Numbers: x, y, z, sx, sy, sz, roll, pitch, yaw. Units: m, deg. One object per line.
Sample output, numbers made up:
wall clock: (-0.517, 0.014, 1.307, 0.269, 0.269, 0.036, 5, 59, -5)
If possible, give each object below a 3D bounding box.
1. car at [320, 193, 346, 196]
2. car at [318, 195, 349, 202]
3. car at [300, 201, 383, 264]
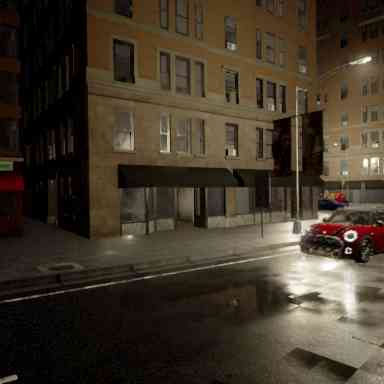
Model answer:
car: (16.630, 1.084, 40.997, 2.192, 1.841, 5.009, 0, 1, -44)
car: (14.382, 1.397, 35.035, 1.812, 1.442, 4.674, -1, 1, -43)
car: (5.955, 1.349, 11.994, 4.553, 1.767, 2.097, 0, 0, -36)
